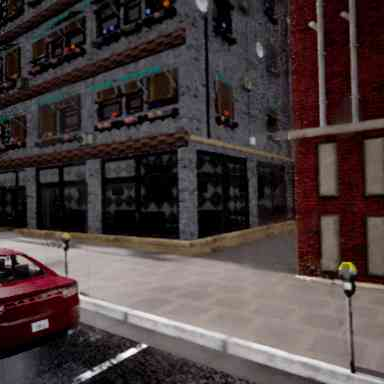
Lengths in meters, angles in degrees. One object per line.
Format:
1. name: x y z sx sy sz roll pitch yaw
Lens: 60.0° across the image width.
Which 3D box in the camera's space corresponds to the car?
1. car: -3.768 1.602 5.578 4.507 1.381 1.887 -1 -1 36
